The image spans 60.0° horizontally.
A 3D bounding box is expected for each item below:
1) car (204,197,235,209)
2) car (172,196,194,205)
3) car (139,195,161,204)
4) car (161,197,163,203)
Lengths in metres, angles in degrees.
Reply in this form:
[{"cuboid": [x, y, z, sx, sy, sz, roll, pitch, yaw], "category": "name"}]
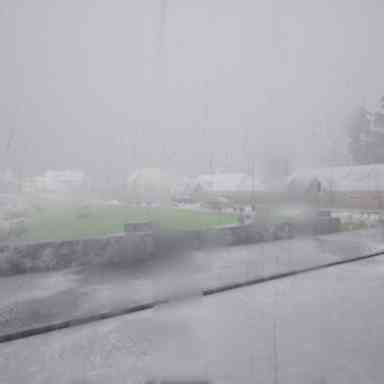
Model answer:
[{"cuboid": [3.517, 1.429, 43.246, 1.837, 1.490, 4.892, 0, 0, -35], "category": "car"}, {"cuboid": [-1.654, 1.391, 57.635, 1.882, 1.535, 5.008, 0, 0, -35], "category": "car"}, {"cuboid": [-7.927, 1.505, 59.465, 1.994, 1.385, 4.181, 0, 0, -35], "category": "car"}, {"cuboid": [-7.580, 1.392, 65.868, 1.882, 1.535, 5.008, 0, 0, -35], "category": "car"}]
